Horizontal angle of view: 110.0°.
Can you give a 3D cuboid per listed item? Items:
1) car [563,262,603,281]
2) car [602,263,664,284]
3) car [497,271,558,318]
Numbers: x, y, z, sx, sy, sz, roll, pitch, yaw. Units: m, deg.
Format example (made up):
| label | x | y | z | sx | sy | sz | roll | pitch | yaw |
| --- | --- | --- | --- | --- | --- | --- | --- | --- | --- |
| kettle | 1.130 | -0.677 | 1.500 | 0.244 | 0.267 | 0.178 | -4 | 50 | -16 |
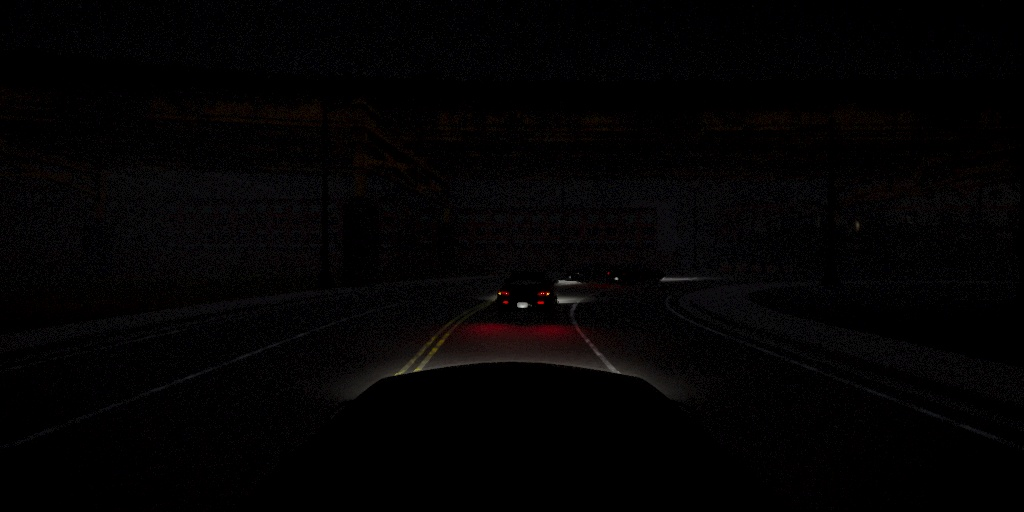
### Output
| label | x | y | z | sx | sy | sz | roll | pitch | yaw |
| --- | --- | --- | --- | --- | --- | --- | --- | --- | --- |
| car | 6.575 | 1.223 | 28.755 | 5.357 | 1.411 | 2.033 | 0 | 0 | -35 |
| car | 9.086 | 1.280 | 26.297 | 4.718 | 1.301 | 1.895 | 0 | 0 | -37 |
| car | 0.630 | 1.245 | 12.711 | 1.812 | 1.442 | 4.674 | 0 | 0 | 8 |
